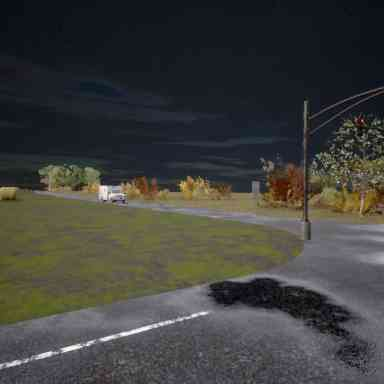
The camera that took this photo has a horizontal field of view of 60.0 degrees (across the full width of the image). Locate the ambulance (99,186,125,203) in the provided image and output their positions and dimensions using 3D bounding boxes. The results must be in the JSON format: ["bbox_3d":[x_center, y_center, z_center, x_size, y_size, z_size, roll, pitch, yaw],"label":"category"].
[{"bbox_3d":[-11.962,0.341,50.021,2.351,2.431,6.366,2,0,-32],"label":"ambulance"}]
